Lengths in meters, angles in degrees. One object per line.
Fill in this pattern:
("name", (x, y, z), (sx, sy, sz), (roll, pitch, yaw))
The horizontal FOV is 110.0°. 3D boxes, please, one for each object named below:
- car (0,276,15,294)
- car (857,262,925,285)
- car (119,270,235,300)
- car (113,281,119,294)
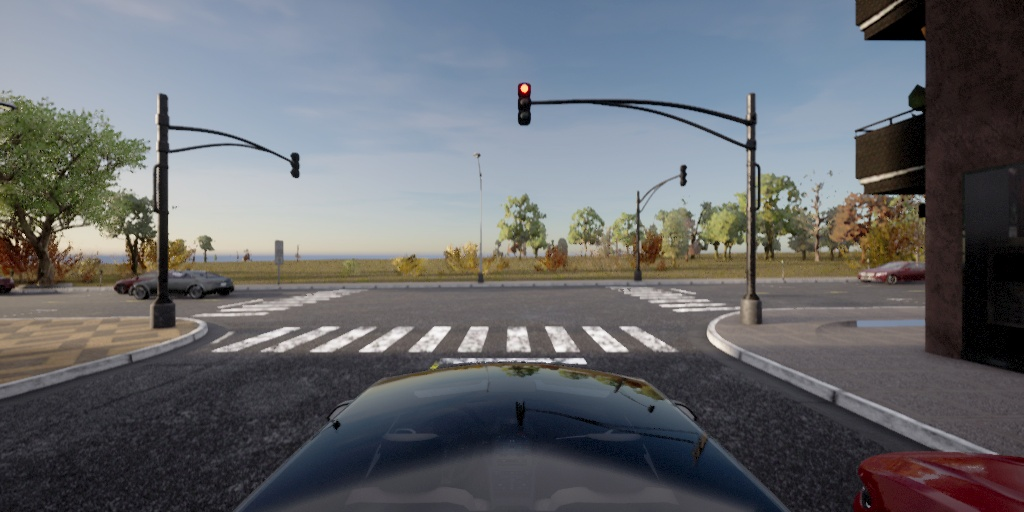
("car", (-31.639, 1.628, 20.818), (4.207, 1.307, 1.802), (0, 0, 0))
("car", (22.951, 0.976, 21.144), (4.207, 1.307, 1.802), (0, 0, 0))
("car", (-16.717, 1.433, 18.274), (4.181, 1.385, 1.994), (-1, 0, 0))
("car", (-20.556, 1.495, 20.939), (4.207, 1.307, 1.802), (0, 0, 0))
